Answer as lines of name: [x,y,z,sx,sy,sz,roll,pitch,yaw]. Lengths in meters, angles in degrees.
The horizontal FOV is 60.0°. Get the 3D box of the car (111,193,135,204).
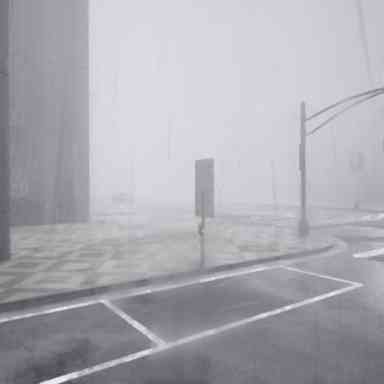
car: [-9.496,0.843,45.466,2.128,1.511,4.902,0,1,-35]
